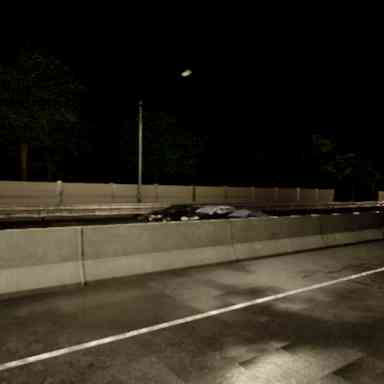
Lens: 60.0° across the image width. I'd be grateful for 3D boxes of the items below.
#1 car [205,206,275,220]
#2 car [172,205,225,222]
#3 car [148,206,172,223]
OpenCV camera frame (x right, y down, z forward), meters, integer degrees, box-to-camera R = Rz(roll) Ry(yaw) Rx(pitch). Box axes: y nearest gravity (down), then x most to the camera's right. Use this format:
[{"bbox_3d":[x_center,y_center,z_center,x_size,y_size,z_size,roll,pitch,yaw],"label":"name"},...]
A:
[{"bbox_3d":[3.161,1.712,19.139,4.181,1.385,1.994,1,0,-35],"label":"car"},{"bbox_3d":[1.492,1.645,22.249,4.902,1.511,2.128,1,0,-35],"label":"car"},{"bbox_3d":[-1.017,1.673,24.760,4.674,1.442,1.812,1,0,-35],"label":"car"}]
